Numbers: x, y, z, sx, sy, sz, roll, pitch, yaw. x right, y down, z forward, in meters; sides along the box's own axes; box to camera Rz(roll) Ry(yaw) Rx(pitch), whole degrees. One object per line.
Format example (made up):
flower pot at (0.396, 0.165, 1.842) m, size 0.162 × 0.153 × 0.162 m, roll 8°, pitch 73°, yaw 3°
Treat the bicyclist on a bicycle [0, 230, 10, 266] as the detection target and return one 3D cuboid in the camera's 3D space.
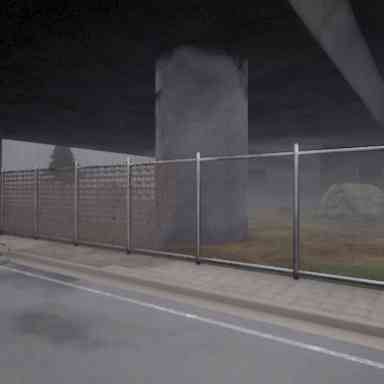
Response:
bicyclist on a bicycle at (-6.012, 1.414, 9.474) m, size 0.582 × 1.620 × 1.656 m, roll 0°, pitch 0°, yaw 35°
